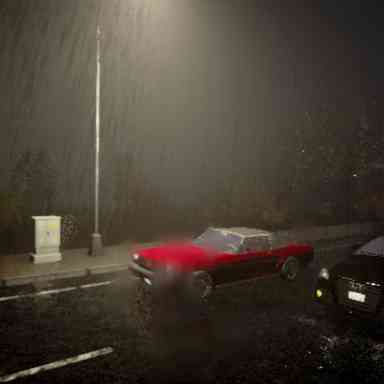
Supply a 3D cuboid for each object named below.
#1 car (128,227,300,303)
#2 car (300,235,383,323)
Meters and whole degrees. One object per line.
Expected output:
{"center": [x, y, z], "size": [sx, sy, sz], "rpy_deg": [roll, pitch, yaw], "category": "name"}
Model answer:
{"center": [0.890, 1.587, 8.265], "size": [4.718, 1.301, 1.895], "rpy_deg": [1, 0, -36], "category": "car"}
{"center": [4.395, 1.602, 6.792], "size": [4.181, 1.385, 1.994], "rpy_deg": [1, 0, -36], "category": "car"}
